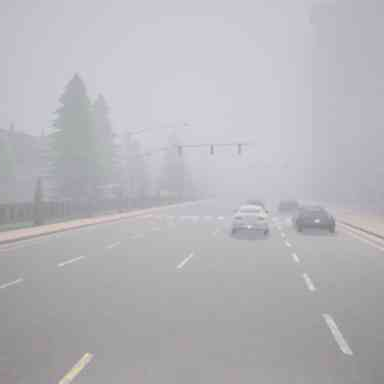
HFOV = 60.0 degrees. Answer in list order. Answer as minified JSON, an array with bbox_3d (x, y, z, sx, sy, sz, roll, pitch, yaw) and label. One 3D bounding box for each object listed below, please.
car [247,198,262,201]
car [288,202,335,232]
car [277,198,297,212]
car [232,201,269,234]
[{"bbox_3d":[6.340,1.371,33.636,1.837,1.490,4.892,0,0,12],"label":"car"},{"bbox_3d":[7.066,1.500,19.665,1.994,1.385,4.181,0,0,12],"label":"car"},{"bbox_3d":[10.547,1.384,36.741,1.882,1.535,5.008,0,0,11],"label":"car"},{"bbox_3d":[3.265,1.450,18.491,1.812,1.442,4.674,0,0,12],"label":"car"}]
